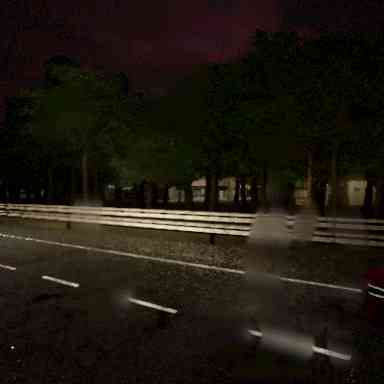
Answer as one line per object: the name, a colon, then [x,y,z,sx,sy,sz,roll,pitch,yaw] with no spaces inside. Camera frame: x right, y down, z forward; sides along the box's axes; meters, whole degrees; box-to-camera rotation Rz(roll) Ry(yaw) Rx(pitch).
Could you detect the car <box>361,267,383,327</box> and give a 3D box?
car: [5.100,1.496,4.532,5.008,1.535,1.882,0,0,35]
